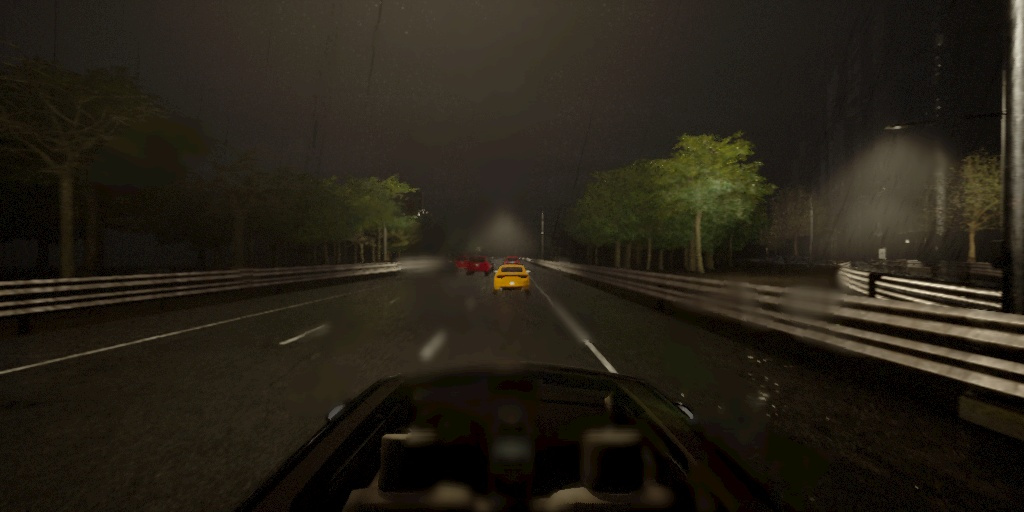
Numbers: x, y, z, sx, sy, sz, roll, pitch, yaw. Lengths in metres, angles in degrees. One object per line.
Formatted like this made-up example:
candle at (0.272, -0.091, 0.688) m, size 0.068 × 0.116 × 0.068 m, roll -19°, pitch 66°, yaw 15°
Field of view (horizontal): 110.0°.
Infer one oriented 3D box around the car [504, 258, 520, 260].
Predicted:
car at (0.022, 1.312, 40.209) m, size 2.128 × 1.511 × 4.902 m, roll 0°, pitch 0°, yaw 0°

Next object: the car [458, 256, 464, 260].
car at (-6.942, 1.070, 53.545) m, size 2.150 × 2.045 × 5.566 m, roll 0°, pitch 0°, yaw 1°

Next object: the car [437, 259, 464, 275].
car at (-6.980, 1.383, 39.902) m, size 1.994 × 1.385 × 4.181 m, roll 0°, pitch 0°, yaw 1°

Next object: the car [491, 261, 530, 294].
car at (0.004, 1.251, 20.672) m, size 1.882 × 1.535 × 5.008 m, roll 0°, pitch 0°, yaw 0°

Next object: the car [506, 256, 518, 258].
car at (0.032, 1.065, 50.973) m, size 2.150 × 2.045 × 5.566 m, roll 0°, pitch 0°, yaw 0°

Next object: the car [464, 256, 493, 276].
car at (-3.486, 1.039, 38.590) m, size 2.150 × 2.045 × 5.566 m, roll 0°, pitch 0°, yaw 0°

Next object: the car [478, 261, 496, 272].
car at (-3.472, 1.388, 50.556) m, size 2.033 × 1.411 × 5.357 m, roll 0°, pitch 0°, yaw 0°
